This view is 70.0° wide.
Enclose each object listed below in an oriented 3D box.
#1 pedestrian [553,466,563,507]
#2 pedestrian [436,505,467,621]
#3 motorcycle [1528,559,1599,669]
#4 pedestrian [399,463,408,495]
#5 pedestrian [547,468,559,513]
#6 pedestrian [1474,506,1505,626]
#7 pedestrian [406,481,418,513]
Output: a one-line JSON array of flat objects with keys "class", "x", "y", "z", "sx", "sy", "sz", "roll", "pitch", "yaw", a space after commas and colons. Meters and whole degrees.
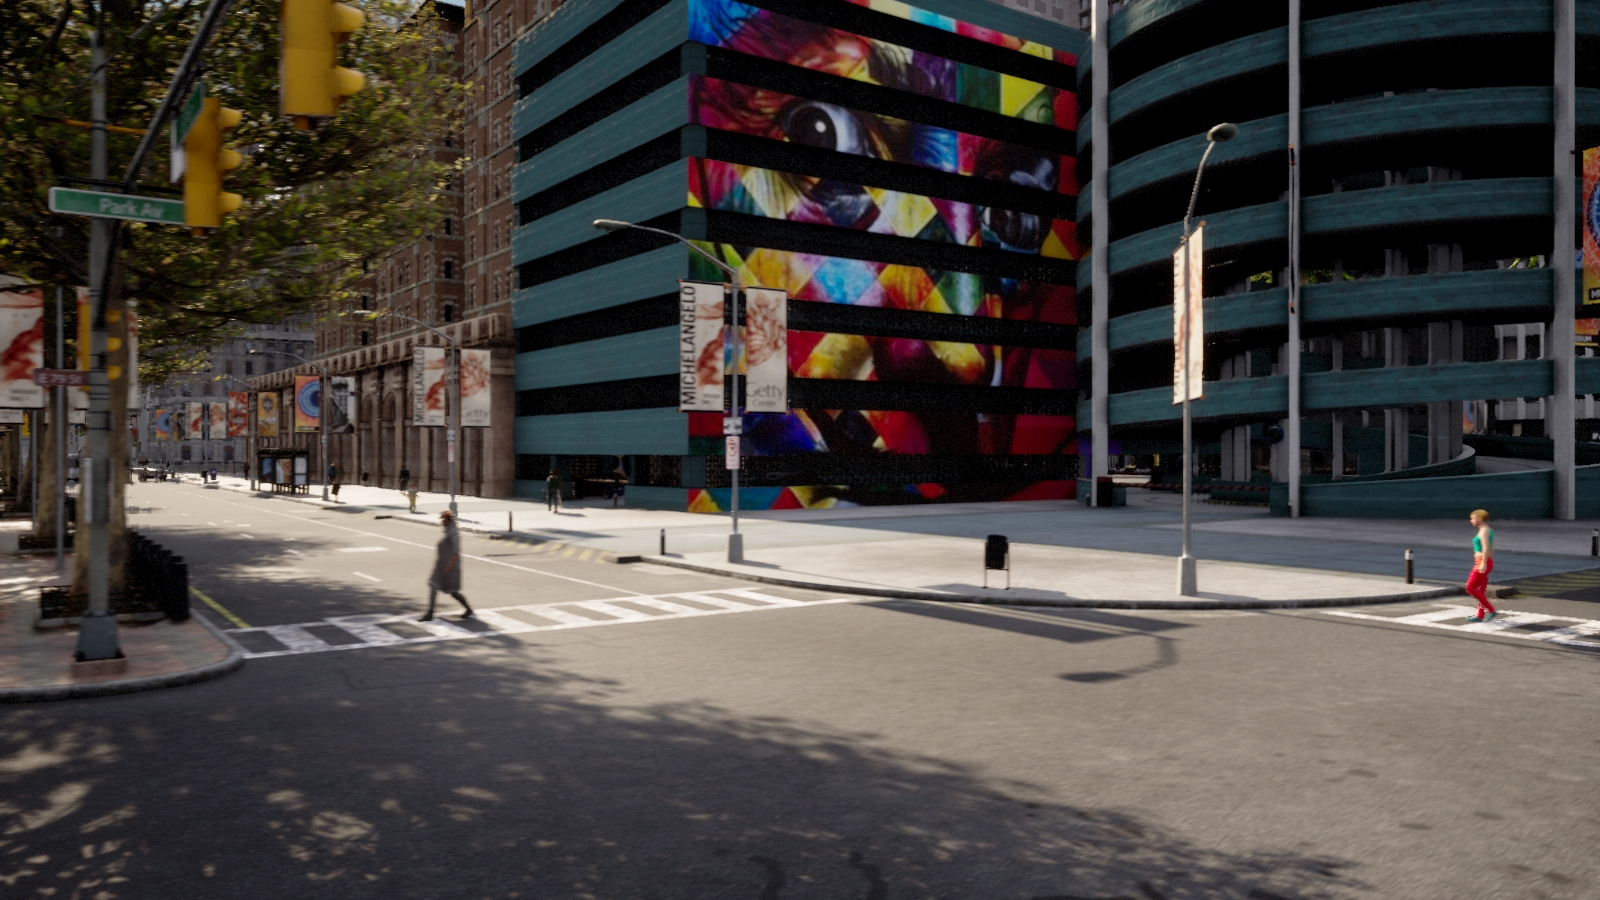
[{"class": "pedestrian", "x": -11.244, "y": 1.696, "z": 53.123, "sx": 0.375, "sy": 1.860, "sz": 0.375, "roll": 0, "pitch": 0, "yaw": -32}, {"class": "pedestrian", "x": -5.756, "y": 1.850, "z": 18.869, "sx": 0.375, "sy": 1.860, "sz": 0.375, "roll": 0, "pitch": 0, "yaw": -41}, {"class": "motorcycle", "x": 10.745, "y": 2.182, "z": 15.496, "sx": 1.805, "sy": 1.236, "sz": 0.856, "roll": 0, "pitch": 0, "yaw": -35}, {"class": "pedestrian", "x": -23.076, "y": 1.696, "z": 66.477, "sx": 0.375, "sy": 1.860, "sz": 0.375, "roll": 0, "pitch": 0, "yaw": -35}, {"class": "pedestrian", "x": -10.284, "y": 1.696, "z": 47.586, "sx": 0.375, "sy": 1.860, "sz": 0.375, "roll": 0, "pitch": 0, "yaw": -30}, {"class": "pedestrian", "x": 11.057, "y": 1.849, "z": 18.328, "sx": 0.375, "sy": 1.860, "sz": 0.375, "roll": 0, "pitch": 0, "yaw": 39}, {"class": "pedestrian", "x": -16.254, "y": 1.976, "z": 47.915, "sx": 0.375, "sy": 1.300, "sz": 0.375, "roll": 0, "pitch": 0, "yaw": -38}]
